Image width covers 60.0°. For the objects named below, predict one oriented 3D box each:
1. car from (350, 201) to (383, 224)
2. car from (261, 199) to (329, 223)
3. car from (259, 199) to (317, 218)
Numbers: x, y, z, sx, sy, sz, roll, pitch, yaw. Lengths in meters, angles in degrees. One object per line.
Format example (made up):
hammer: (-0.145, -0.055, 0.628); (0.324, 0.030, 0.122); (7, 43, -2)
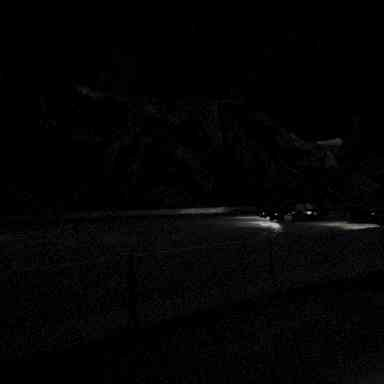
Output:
car: (13.564, 1.355, 23.784); (5.008, 1.535, 1.882); (0, 0, -25)
car: (7.767, 1.435, 24.815); (5.357, 1.411, 2.033); (0, 0, -28)
car: (8.377, 1.376, 28.995); (4.892, 1.490, 1.837); (0, 0, -27)
